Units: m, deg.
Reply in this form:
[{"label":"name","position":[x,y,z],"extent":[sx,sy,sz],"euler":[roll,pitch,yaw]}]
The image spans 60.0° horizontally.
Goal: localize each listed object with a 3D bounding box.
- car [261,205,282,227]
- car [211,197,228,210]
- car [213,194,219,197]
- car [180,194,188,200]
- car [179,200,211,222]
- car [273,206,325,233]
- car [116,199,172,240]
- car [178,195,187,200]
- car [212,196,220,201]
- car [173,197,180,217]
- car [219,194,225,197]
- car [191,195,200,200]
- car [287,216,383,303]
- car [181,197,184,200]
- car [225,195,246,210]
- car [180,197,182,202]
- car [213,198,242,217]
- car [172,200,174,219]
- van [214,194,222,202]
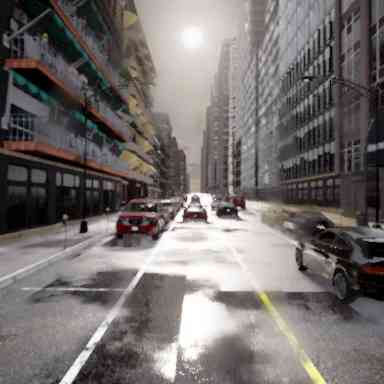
[{"label":"car","position":[5.922,1.597,23.086],"extent":[1.752,1.417,4.829],"euler":[1,0,1]},{"label":"car","position":[3.452,1.678,44.620],"extent":[1.895,1.301,4.718],"euler":[0,0,1]},{"label":"car","position":[6.504,1.564,79.425],"extent":[1.967,1.590,4.097],"euler":[1,0,1]},{"label":"car","position":[-2.112,1.573,56.739],"extent":[1.752,1.417,4.829],"euler":[1,0,1]},{"label":"car","position":[0.259,1.599,27.026],"extent":[1.994,1.385,4.181],"euler":[0,0,1]},{"label":"car","position":[5.861,1.630,17.264],"extent":[1.947,1.339,4.313],"euler":[1,0,1]},{"label":"car","position":[-2.513,1.319,17.352],"extent":[2.192,1.841,5.009],"euler":[1,0,1]},{"label":"car","position":[-2.169,1.587,51.260],"extent":[1.887,1.381,4.507],"euler":[1,0,1]},{"label":"car","position":[6.618,1.697,90.728],"extent":[1.947,1.339,4.313],"euler":[1,0,1]},{"label":"car","position":[-2.399,1.458,28.654],"extent":[1.967,1.590,4.097],"euler":[1,0,1]},{"label":"car","position":[6.274,1.423,56.822],"extent":[2.192,1.841,5.009],"euler":[1,0,1]},{"label":"car","position":[0.785,1.433,77.805],"extent":[2.097,1.767,4.553],"euler":[0,0,1]},{"label":"car","position":[3.966,1.566,8.139],"extent":[1.812,1.442,4.674],"euler":[0,0,1]},{"label":"car","position":[-2.286,1.597,39.957],"extent":[1.947,1.339,4.313],"euler":[1,0,1]},{"label":"car","position":[6.158,1.412,45.520],"extent":[2.192,1.841,5.009],"euler":[1,0,1]},{"label":"car","position":[-2.343,1.569,34.306],"extent":[1.887,1.381,4.507],"euler":[1,0,1]},{"label":"car","position":[3.354,1.627,32.374],"extent":[1.994,1.385,4.181],"euler":[0,0,1]},{"label":"car","position":[-2.461,1.536,22.833],"extent":[1.752,1.417,4.829],"euler":[1,0,1]},{"label":"van","position":[6.565,1.469,85.078],"extent":[1.690,1.788,3.998],"euler":[1,0,1]}]
